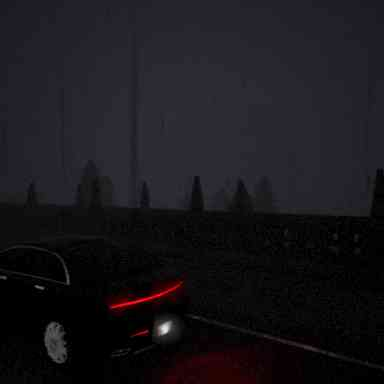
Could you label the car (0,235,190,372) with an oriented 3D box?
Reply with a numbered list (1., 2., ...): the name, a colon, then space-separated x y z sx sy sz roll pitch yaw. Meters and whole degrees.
1. car: -2.310 1.512 5.721 4.892 1.490 1.837 0 0 36
